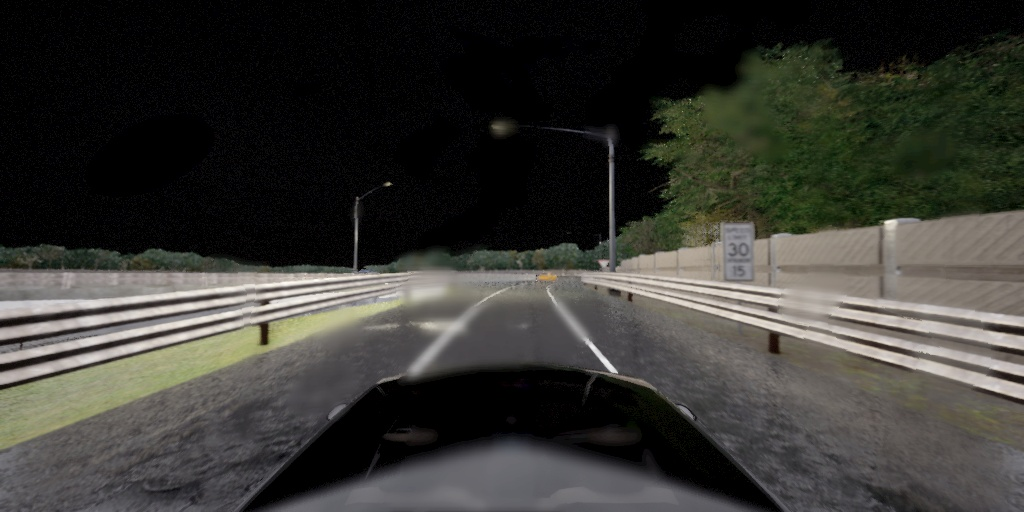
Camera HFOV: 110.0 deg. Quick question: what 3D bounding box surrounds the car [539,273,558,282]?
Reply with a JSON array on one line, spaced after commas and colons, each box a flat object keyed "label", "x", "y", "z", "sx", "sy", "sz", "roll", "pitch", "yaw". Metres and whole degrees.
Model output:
[{"label": "car", "x": 5.978, "y": 3.439, "z": 58.337, "sx": 1.882, "sy": 1.535, "sz": 5.008, "roll": -1, "pitch": -3, "yaw": 26}]

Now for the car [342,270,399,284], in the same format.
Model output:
[{"label": "car", "x": -12.455, "y": 2.047, "z": 31.707, "sx": 1.882, "sy": 1.535, "sz": 5.008, "roll": -2, "pitch": -4, "yaw": 43}]
